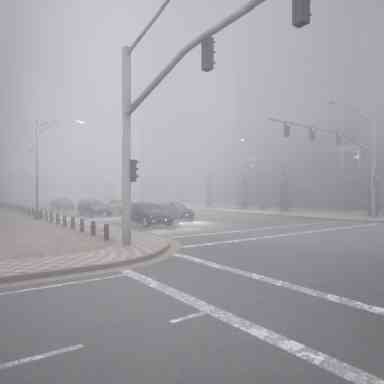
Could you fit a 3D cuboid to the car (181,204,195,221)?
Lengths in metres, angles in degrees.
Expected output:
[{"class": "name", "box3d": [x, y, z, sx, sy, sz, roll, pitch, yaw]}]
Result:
[{"class": "car", "box3d": [-1.547, 1.509, 26.091, 1.994, 1.385, 4.181, 0, 0, -36]}]

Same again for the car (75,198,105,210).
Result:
[{"class": "car", "box3d": [-13.153, 1.492, 42.615, 2.033, 1.411, 5.357, 0, 0, -35]}]

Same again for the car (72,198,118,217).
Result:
[{"class": "car", "box3d": [-8.985, 1.492, 30.526, 2.033, 1.411, 5.357, 0, 0, -35]}]

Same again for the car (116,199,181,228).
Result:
[{"class": "car", "box3d": [-3.018, 1.449, 22.142, 1.837, 1.490, 4.892, 0, 0, -36]}]

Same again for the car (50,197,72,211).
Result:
[{"class": "car", "box3d": [-15.627, 1.422, 40.043, 1.882, 1.535, 5.008, 0, 0, -35]}]
